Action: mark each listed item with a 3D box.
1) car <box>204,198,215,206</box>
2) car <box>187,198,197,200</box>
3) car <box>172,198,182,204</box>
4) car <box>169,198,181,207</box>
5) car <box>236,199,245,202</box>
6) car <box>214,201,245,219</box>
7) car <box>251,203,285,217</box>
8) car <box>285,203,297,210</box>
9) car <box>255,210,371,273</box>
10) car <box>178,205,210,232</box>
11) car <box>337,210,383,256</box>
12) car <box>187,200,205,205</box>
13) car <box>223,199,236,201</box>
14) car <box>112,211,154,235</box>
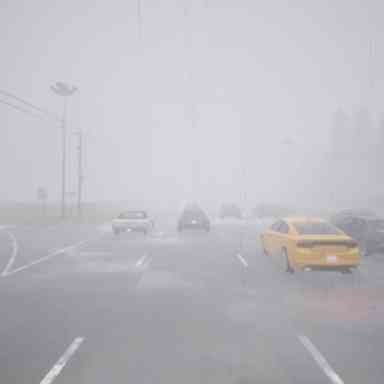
[{"bbox_3d":[3.505,1.974,66.401,2.097,1.767,4.553,0,-1,0],"label":"car"},{"bbox_3d":[0.005,2.047,73.901,2.097,1.767,4.553,0,-1,0],"label":"car"},{"bbox_3d":[-3.495,2.089,76.434,2.033,1.411,5.357,0,-1,0],"label":"car"},{"bbox_3d":[-3.495,1.975,66.402,2.097,1.767,4.553,0,-1,0],"label":"car"},{"bbox_3d":[10.505,2.212,73.512,2.128,1.511,4.902,0,-1,0],"label":"car"},{"bbox_3d":[3.602,1.852,32.349,2.033,1.411,5.357,0,-1,0],"label":"car"},{"bbox_3d":[7.101,1.851,32.351,2.033,1.411,5.357,0,-1,0],"label":"car"},{"bbox_3d":[10.603,1.924,38.400,1.994,1.385,4.181,0,-1,0],"label":"car"},{"bbox_3d":[3.601,1.582,11.047,1.882,1.535,5.008,0,0,0],"label":"car"},{"bbox_3d":[0.101,1.771,21.798,1.994,1.385,4.181,0,-1,0],"label":"car"},{"bbox_3d":[7.101,1.675,13.458,2.033,1.411,5.357,0,-1,0],"label":"car"},{"bbox_3d":[0.101,1.925,38.304,1.994,1.385,4.181,0,-1,0],"label":"car"},{"bbox_3d":[7.005,2.147,66.429,1.812,1.442,4.674,0,-1,0],"label":"car"},{"bbox_3d":[-3.398,1.793,20.175,1.895,1.301,4.718,0,-1,0],"label":"car"}]
